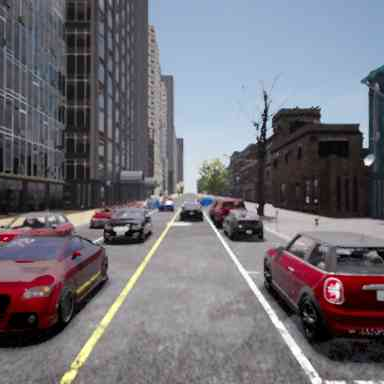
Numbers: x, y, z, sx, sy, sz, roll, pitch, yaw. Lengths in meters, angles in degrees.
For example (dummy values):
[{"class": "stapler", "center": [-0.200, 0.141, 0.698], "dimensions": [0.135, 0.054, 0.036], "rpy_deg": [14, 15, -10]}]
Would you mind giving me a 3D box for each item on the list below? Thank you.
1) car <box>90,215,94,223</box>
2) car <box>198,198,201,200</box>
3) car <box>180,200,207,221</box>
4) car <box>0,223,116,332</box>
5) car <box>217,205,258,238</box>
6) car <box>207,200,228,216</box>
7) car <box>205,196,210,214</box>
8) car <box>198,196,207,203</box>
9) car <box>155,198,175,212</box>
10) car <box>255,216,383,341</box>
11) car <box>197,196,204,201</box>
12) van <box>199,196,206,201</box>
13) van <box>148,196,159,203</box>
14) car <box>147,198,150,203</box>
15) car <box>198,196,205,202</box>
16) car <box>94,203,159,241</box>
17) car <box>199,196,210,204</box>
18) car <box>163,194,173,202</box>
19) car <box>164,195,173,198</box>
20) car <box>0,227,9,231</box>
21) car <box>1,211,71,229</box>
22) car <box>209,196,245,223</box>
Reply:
[{"class": "car", "center": [-5.762, 1.681, 23.136], "dimensions": [1.802, 1.307, 4.206], "rpy_deg": [1, 0, 0]}, {"class": "car", "center": [-0.095, 1.750, 42.657], "dimensions": [1.895, 1.301, 4.718], "rpy_deg": [0, 0, 0]}, {"class": "car", "center": [-0.030, 1.671, 28.448], "dimensions": [1.994, 1.385, 4.181], "rpy_deg": [0, 0, 0]}, {"class": "car", "center": [-3.119, 1.598, 6.946], "dimensions": [1.994, 1.385, 4.181], "rpy_deg": [0, 0, 0]}, {"class": "car", "center": [2.640, 1.617, 17.622], "dimensions": [2.008, 1.369, 4.403], "rpy_deg": [1, 0, 0]}, {"class": "car", "center": [2.579, 1.647, 34.433], "dimensions": [1.752, 1.417, 4.829], "rpy_deg": [1, 0, 0]}, {"class": "car", "center": [2.602, 1.419, 28.717], "dimensions": [2.192, 1.841, 5.009], "rpy_deg": [1, 0, 0]}, {"class": "car", "center": [2.416, 1.770, 78.634], "dimensions": [1.887, 1.381, 4.507], "rpy_deg": [1, 0, 0]}, {"class": "car", "center": [-3.153, 1.752, 42.000], "dimensions": [1.895, 1.301, 4.718], "rpy_deg": [0, 0, 0]}, {"class": "car", "center": [2.681, 1.463, 6.530], "dimensions": [1.967, 1.590, 4.097], "rpy_deg": [1, 0, 0]}, {"class": "car", "center": [2.375, 1.770, 89.895], "dimensions": [1.752, 1.417, 4.829], "rpy_deg": [1, 0, 0]}, {"class": "van", "center": [2.500, 1.520, 56.449], "dimensions": [1.690, 1.788, 3.998], "rpy_deg": [1, 0, 0]}, {"class": "van", "center": [-5.859, 1.520, 50.871], "dimensions": [1.690, 1.788, 3.998], "rpy_deg": [1, 0, 0]}, {"class": "car", "center": [-5.801, 1.679, 34.231], "dimensions": [1.887, 1.381, 4.507], "rpy_deg": [1, 0, 0]}, {"class": "car", "center": [2.395, 1.817, 84.180], "dimensions": [1.802, 1.307, 4.206], "rpy_deg": [1, 0, 0]}, {"class": "car", "center": [-3.145, 1.565, 17.098], "dimensions": [2.128, 1.511, 4.902], "rpy_deg": [0, 0, 0]}, {"class": "car", "center": [2.458, 1.644, 67.541], "dimensions": [1.967, 1.590, 4.097], "rpy_deg": [1, 0, 0]}, {"class": "car", "center": [-5.981, 1.564, 84.147], "dimensions": [2.192, 1.841, 5.009], "rpy_deg": [1, 0, 0]}, {"class": "car", "center": [-5.965, 1.821, 78.601], "dimensions": [1.802, 1.307, 4.206], "rpy_deg": [1, 0, 0]}, {"class": "car", "center": [-5.700, 1.618, 6.499], "dimensions": [1.802, 1.307, 4.206], "rpy_deg": [1, 0, 0]}, {"class": "car", "center": [-5.719, 1.498, 12.045], "dimensions": [1.967, 1.590, 4.097], "rpy_deg": [1, 0, 0]}, {"class": "car", "center": [2.622, 1.400, 23.168], "dimensions": [2.192, 1.841, 5.009], "rpy_deg": [1, 0, 0]}]
